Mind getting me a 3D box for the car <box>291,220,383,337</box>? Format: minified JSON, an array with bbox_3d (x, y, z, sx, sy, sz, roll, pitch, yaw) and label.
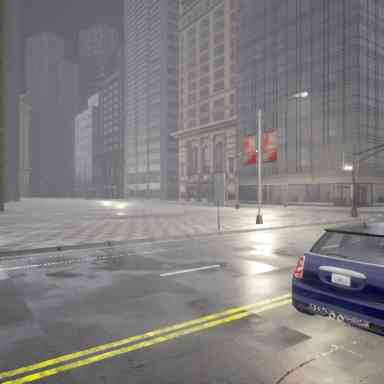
[{"bbox_3d":[3.992,1.352,6.303,4.553,1.767,2.097,0,0,-36],"label":"car"}]
